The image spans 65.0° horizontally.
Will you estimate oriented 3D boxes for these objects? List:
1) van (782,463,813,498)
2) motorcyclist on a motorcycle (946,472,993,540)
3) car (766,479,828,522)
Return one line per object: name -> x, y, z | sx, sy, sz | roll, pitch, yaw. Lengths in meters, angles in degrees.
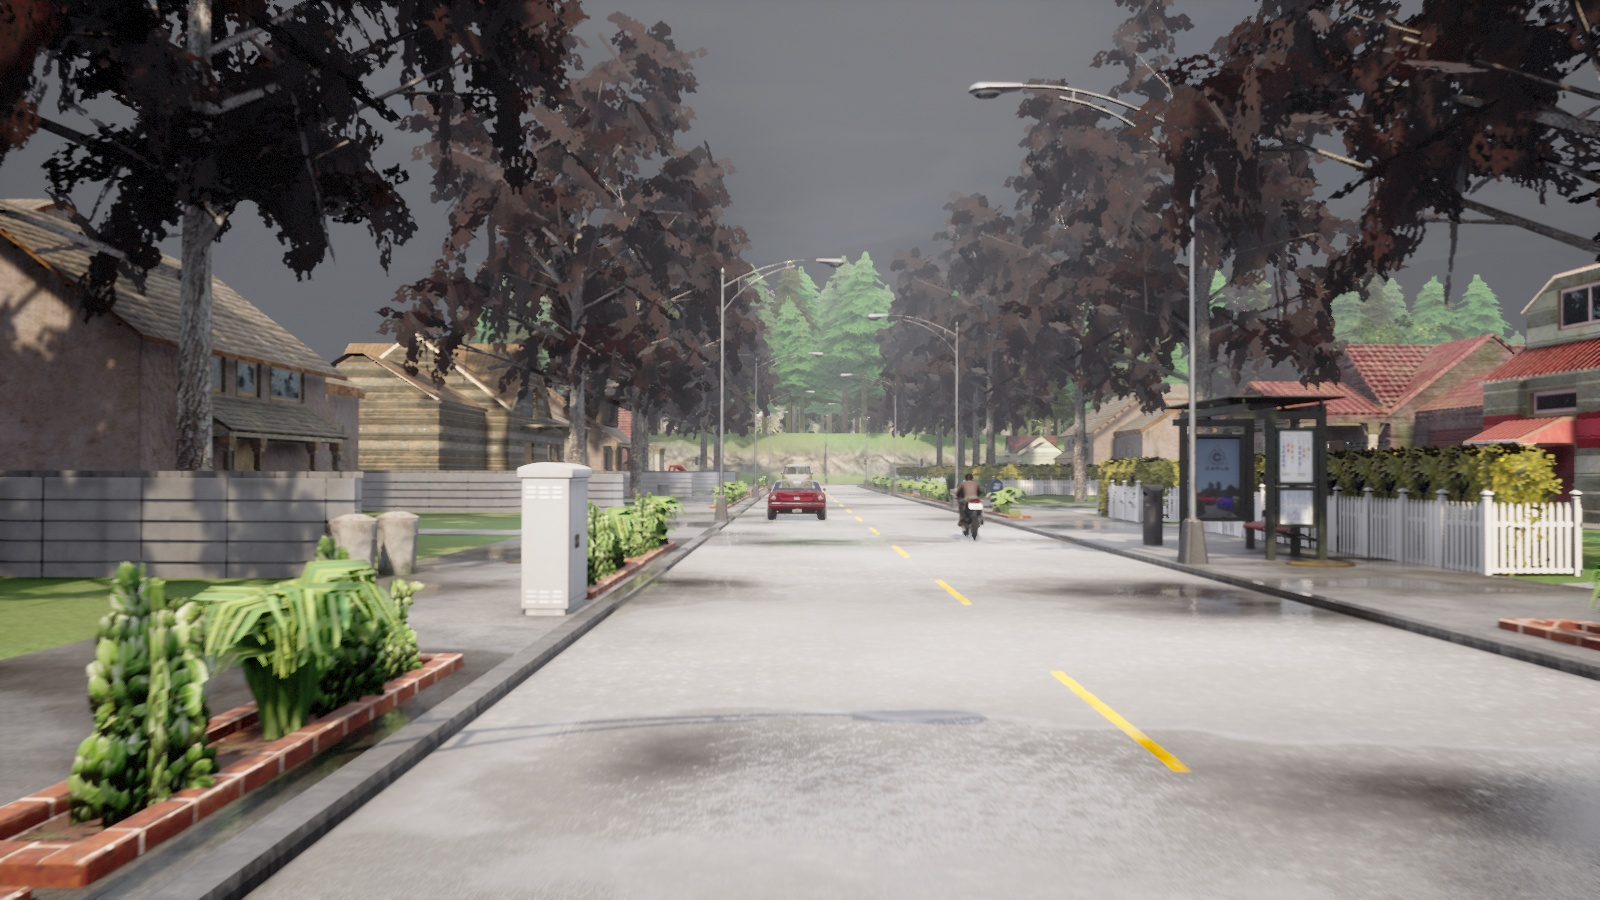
van -> -0.164, 1.805, 73.891 | 1.775, 1.987, 4.442 | 0, -1, 0
motorcyclist on a motorcycle -> 3.932, 1.270, 29.214 | 0.797, 1.523, 2.044 | 0, -1, 0
car -> -0.091, 1.603, 41.067 | 1.895, 1.301, 4.718 | 0, -1, 0
